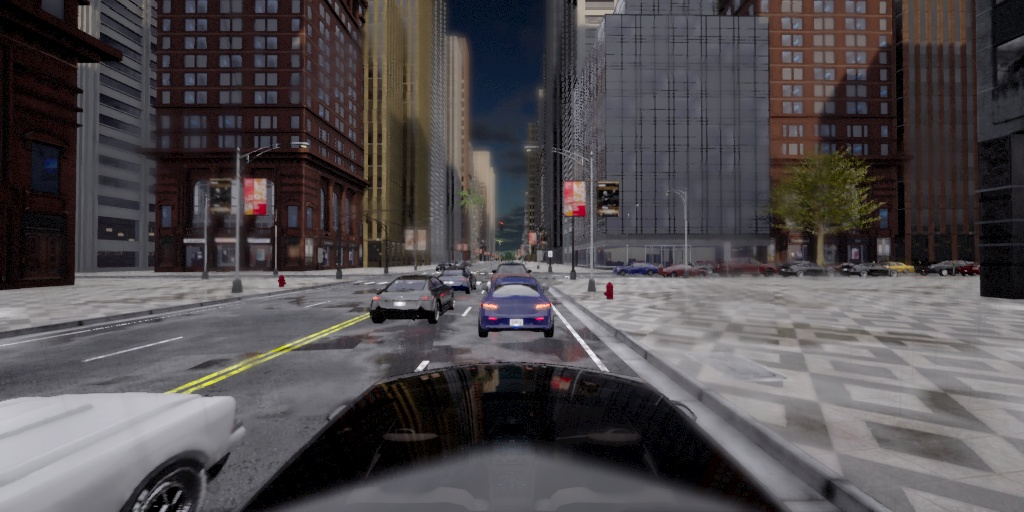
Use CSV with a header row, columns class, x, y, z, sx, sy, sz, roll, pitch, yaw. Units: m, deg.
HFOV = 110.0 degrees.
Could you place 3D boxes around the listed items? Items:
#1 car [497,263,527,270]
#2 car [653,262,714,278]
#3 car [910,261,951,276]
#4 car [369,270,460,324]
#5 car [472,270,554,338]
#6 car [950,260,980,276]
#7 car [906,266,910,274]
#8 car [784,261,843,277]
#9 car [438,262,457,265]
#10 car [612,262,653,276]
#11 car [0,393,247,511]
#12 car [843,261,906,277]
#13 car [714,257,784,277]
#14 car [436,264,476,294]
class,x,y,z,sx,sy,sz,roll,pitch,yaw
car,-0.012,1.135,19.110,2.097,1.767,4.553,0,0,0
car,15.295,1.327,32.150,4.207,1.307,1.802,0,0,-1
car,42.776,1.206,35.222,4.892,1.490,1.837,0,-1,-1
car,-3.158,1.327,12.116,1.994,1.385,4.181,0,0,0
car,0.099,1.284,10.124,1.812,1.442,4.674,0,0,0
car,43.484,1.214,32.608,4.507,1.381,1.888,0,0,-1
car,43.181,1.296,41.129,4.829,1.417,1.751,0,0,-1
car,26.571,1.276,32.333,4.313,1.339,1.948,0,0,-1
car,-9.877,1.544,52.852,1.994,1.385,4.181,0,0,0
car,13.022,1.347,37.897,4.674,1.442,1.812,0,-1,1
car,-3.153,1.351,0.831,1.895,1.301,4.718,0,0,0
car,32.208,1.260,32.425,4.313,1.339,1.948,0,0,-1
car,20.934,1.041,32.242,5.009,1.841,2.192,0,0,-1
car,-3.164,1.353,20.504,1.994,1.385,4.181,0,0,0
